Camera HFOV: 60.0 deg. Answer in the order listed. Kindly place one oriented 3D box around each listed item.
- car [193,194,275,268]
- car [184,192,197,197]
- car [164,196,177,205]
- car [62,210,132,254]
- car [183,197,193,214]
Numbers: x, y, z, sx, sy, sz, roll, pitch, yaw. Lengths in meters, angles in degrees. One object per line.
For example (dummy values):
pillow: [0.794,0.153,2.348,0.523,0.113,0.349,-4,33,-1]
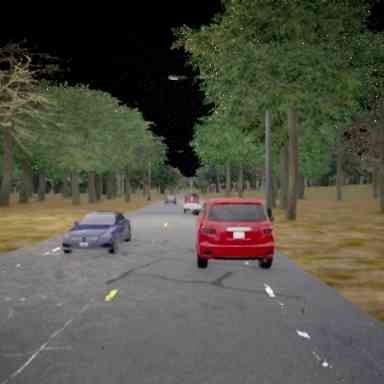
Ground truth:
car: [1.218,1.205,11.318,2.150,2.045,5.566,0,0,0]
car: [-0.014,1.095,48.463,2.150,2.045,5.566,0,0,0]
car: [-3.601,1.367,56.319,1.812,1.442,4.674,0,0,0]
car: [-3.620,1.502,13.477,1.812,1.442,4.674,0,0,0]
car: [0.033,1.523,36.948,1.895,1.301,4.718,0,0,0]
